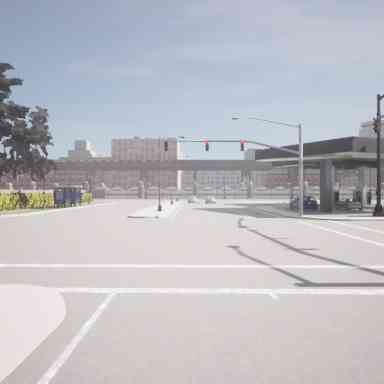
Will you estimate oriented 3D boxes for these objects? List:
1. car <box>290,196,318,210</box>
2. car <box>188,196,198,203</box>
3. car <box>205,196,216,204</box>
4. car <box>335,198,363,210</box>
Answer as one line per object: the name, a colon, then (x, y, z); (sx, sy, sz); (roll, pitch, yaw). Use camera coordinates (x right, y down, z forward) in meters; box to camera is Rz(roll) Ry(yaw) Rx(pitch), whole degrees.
car: (13.263, 1.295, 39.652); (2.242, 1.667, 4.611); (0, 0, 0)
car: (0.192, 1.525, 66.125); (1.812, 1.442, 4.674); (0, 0, 0)
car: (3.585, 1.525, 64.340); (1.812, 1.442, 4.674); (0, 0, 0)
car: (19.009, 1.456, 40.407); (1.970, 1.475, 3.806); (0, 0, 0)
